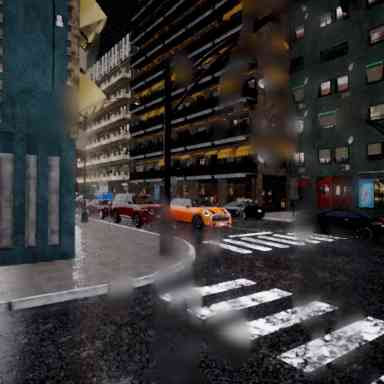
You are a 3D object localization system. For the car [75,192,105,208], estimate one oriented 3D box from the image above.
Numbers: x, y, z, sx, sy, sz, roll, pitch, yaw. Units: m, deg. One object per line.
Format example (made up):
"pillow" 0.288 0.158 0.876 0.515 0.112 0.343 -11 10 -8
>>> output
"car" -11.202 1.016 35.712 1.812 1.442 4.674 1 1 -36

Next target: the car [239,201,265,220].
"car" 3.569 1.351 25.183 1.947 1.339 4.313 2 0 -36

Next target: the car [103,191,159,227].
"car" -3.235 1.033 20.302 2.192 1.841 5.009 2 0 -36

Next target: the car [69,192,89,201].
"car" -19.293 0.767 56.770 1.887 1.381 4.507 2 0 -36

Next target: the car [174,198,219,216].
"car" 0.303 1.286 29.696 1.802 1.307 4.206 2 0 -36

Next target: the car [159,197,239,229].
"car" 0.277 1.125 19.885 2.097 1.767 4.553 1 0 -37

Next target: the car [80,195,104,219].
"car" -6.507 1.182 24.814 1.887 1.381 4.507 2 0 -36

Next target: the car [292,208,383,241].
"car" 7.234 1.498 16.603 4.181 1.385 1.994 2 2 35

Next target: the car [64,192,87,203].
"car" -17.528 0.802 49.893 1.837 1.490 4.892 1 1 -36

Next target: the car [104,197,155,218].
"car" -5.321 1.183 27.576 2.033 1.411 5.357 1 0 -36
